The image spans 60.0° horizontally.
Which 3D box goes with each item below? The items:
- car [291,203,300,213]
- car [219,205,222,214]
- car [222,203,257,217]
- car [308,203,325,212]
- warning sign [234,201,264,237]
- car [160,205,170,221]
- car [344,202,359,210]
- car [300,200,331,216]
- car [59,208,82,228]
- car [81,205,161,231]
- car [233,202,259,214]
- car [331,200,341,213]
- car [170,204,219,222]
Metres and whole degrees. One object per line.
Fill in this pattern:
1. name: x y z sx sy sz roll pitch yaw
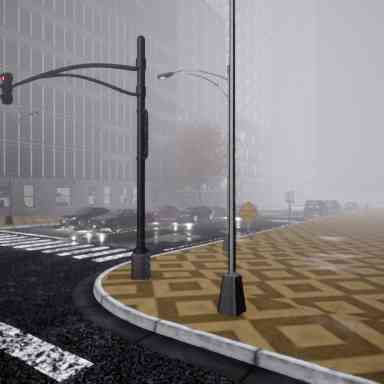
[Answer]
1. car: 16.400 2.459 50.147 1.812 1.442 4.674 0 -1 33
2. car: 2.619 2.223 41.145 1.994 1.385 4.181 0 -1 32
3. car: 5.807 2.203 40.078 1.812 1.442 4.674 0 -1 33
4. car: 22.000 2.641 58.825 1.812 1.442 4.674 0 -1 33
5. warning sign: 3.157 1.454 18.537 1.300 1.860 1.060 1 1 33
6. car: -2.774 2.007 32.796 1.812 1.442 4.674 0 -1 33
7. car: 31.527 2.661 65.670 2.097 1.767 4.553 0 -1 33
8. car: 16.603 2.076 44.465 2.150 2.045 5.566 0 -1 33
9. car: -7.702 1.844 25.151 1.812 1.442 4.674 0 -1 31
10. car: -4.834 1.874 23.614 2.033 1.411 5.357 0 -1 33
11. car: 8.085 2.315 49.527 1.882 1.535 5.008 0 -1 33
12. car: 22.431 2.266 53.493 2.150 2.045 5.566 0 -1 33
13. car: 0.369 2.003 31.671 1.837 1.490 4.892 0 -1 33
